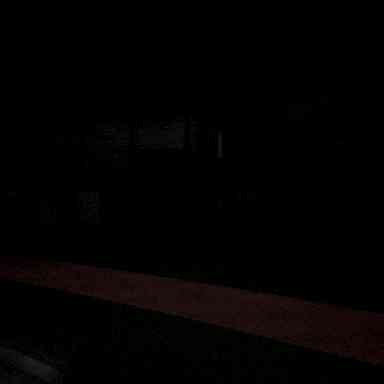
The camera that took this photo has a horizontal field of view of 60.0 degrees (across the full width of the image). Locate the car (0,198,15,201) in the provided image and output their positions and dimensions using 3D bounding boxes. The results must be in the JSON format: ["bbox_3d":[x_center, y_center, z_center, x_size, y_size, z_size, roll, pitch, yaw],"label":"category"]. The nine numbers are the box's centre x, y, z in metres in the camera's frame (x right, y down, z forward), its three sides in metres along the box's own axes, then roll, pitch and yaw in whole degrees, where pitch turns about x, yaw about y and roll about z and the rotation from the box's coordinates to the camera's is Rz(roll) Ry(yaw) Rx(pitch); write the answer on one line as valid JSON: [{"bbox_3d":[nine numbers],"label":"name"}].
[{"bbox_3d":[-16.559,1.390,25.745,2.033,1.411,5.357,0,0,23],"label":"car"}]

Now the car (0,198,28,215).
[{"bbox_3d":[-18.196,1.348,31.341,1.837,1.490,4.892,0,0,23],"label":"car"}]
